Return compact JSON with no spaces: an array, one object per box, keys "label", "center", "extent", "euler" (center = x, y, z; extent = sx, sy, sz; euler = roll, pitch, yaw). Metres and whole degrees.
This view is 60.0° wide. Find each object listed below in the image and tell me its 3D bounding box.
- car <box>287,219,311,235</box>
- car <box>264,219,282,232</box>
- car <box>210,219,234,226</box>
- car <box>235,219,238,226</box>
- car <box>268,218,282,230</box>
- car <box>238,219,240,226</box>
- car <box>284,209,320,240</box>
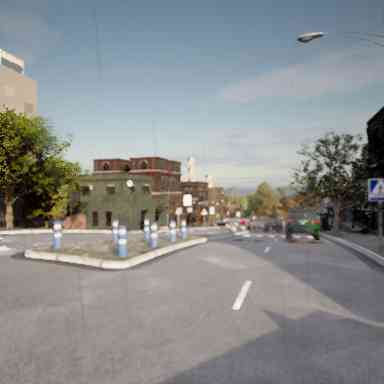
[{"label":"car","center":[10.872,3.533,33.912],"extent":[2.128,1.511,4.902],"euler":[-1,-5,17]},{"label":"car","center":[10.656,4.470,44.358],"extent":[1.837,1.490,4.892],"euler":[-1,-5,17]},{"label":"car","center":[6.927,7.577,80.607],"extent":[4.892,1.521,2.231],"euler":[0,-5,-4]},{"label":"car","center":[8.615,8.141,86.428],"extent":[4.792,1.488,2.163],"euler":[0,-5,-3]},{"label":"car","center":[13.602,5.248,54.291],"extent":[2.097,1.767,4.553],"euler":[-1,-5,17]},{"label":"car","center":[9.330,8.376,89.330],"extent":[5.366,1.575,1.946],"euler":[0,-5,-3]},{"label":"car","center":[7.857,2.317,23.841],"extent":[2.150,2.045,5.566],"euler":[-1,-5,17]}]
